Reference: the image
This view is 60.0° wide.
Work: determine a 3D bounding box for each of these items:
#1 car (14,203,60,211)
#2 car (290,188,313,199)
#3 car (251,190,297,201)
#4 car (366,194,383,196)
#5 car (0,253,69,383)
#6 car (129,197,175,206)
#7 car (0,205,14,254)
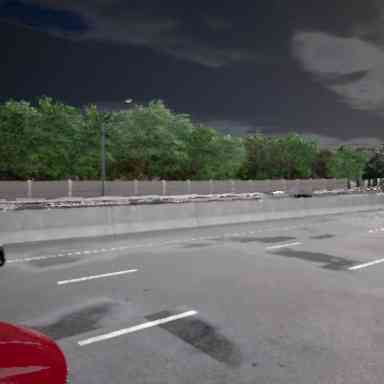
[{"bbox_3d":[-9.533,1.404,18.675,4.892,1.490,1.837,-1,1,-35],"label":"car"},{"bbox_3d":[15.665,0.414,49.355,5.566,2.045,2.150,-2,1,-35],"label":"car"},{"bbox_3d":[7.088,0.931,30.424,4.553,1.767,2.097,-1,1,-35],"label":"car"},{"bbox_3d":[22.481,0.858,41.312,4.718,1.301,1.895,-2,1,-36],"label":"car"},{"bbox_3d":[-3.209,1.497,1.602,5.008,1.535,1.882,-1,1,-35],"label":"car"},{"bbox_3d":[-4.279,1.255,35.244,4.718,1.301,1.895,-1,1,-35],"label":"car"},{"bbox_3d":[-7.275,1.221,7.298,5.566,2.045,2.150,-1,1,-35],"label":"car"}]
